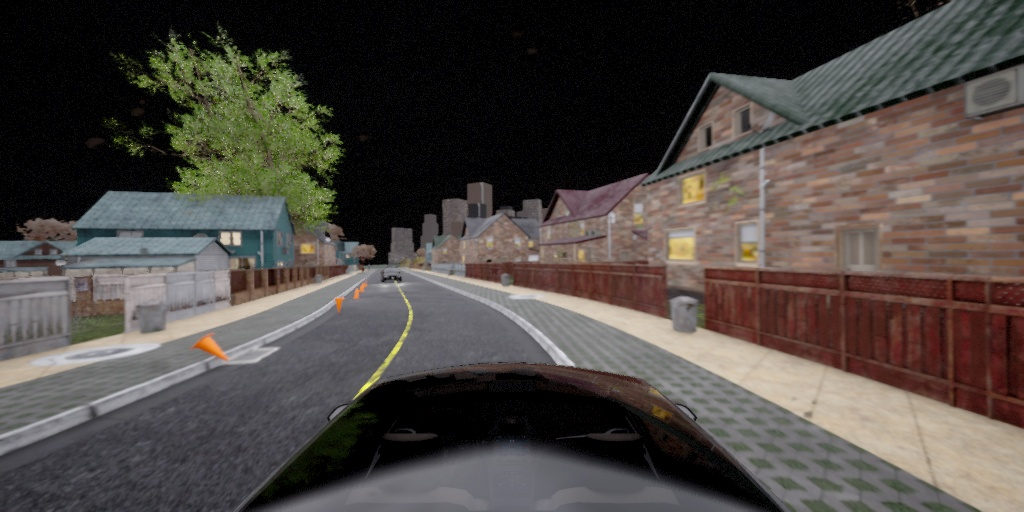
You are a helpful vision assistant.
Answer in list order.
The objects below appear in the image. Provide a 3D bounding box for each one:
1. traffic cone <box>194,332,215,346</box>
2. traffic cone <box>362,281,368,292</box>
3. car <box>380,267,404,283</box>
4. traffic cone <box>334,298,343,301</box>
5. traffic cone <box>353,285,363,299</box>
[{"bbox_3d":[-5.780,1.292,6.687,0.340,0.580,0.340,0,0,-14],"label":"traffic cone"},{"bbox_3d":[-10.159,2.129,24.365,0.340,0.580,0.340,0,0,-19],"label":"traffic cone"},{"bbox_3d":[-12.027,1.863,35.753,1.837,1.490,4.892,-1,-1,-22],"label":"car"},{"bbox_3d":[-6.662,1.334,13.808,0.340,0.580,0.340,0,0,-8],"label":"traffic cone"},{"bbox_3d":[-8.495,2.033,19.649,0.340,0.580,0.340,0,0,-19],"label":"traffic cone"}]
